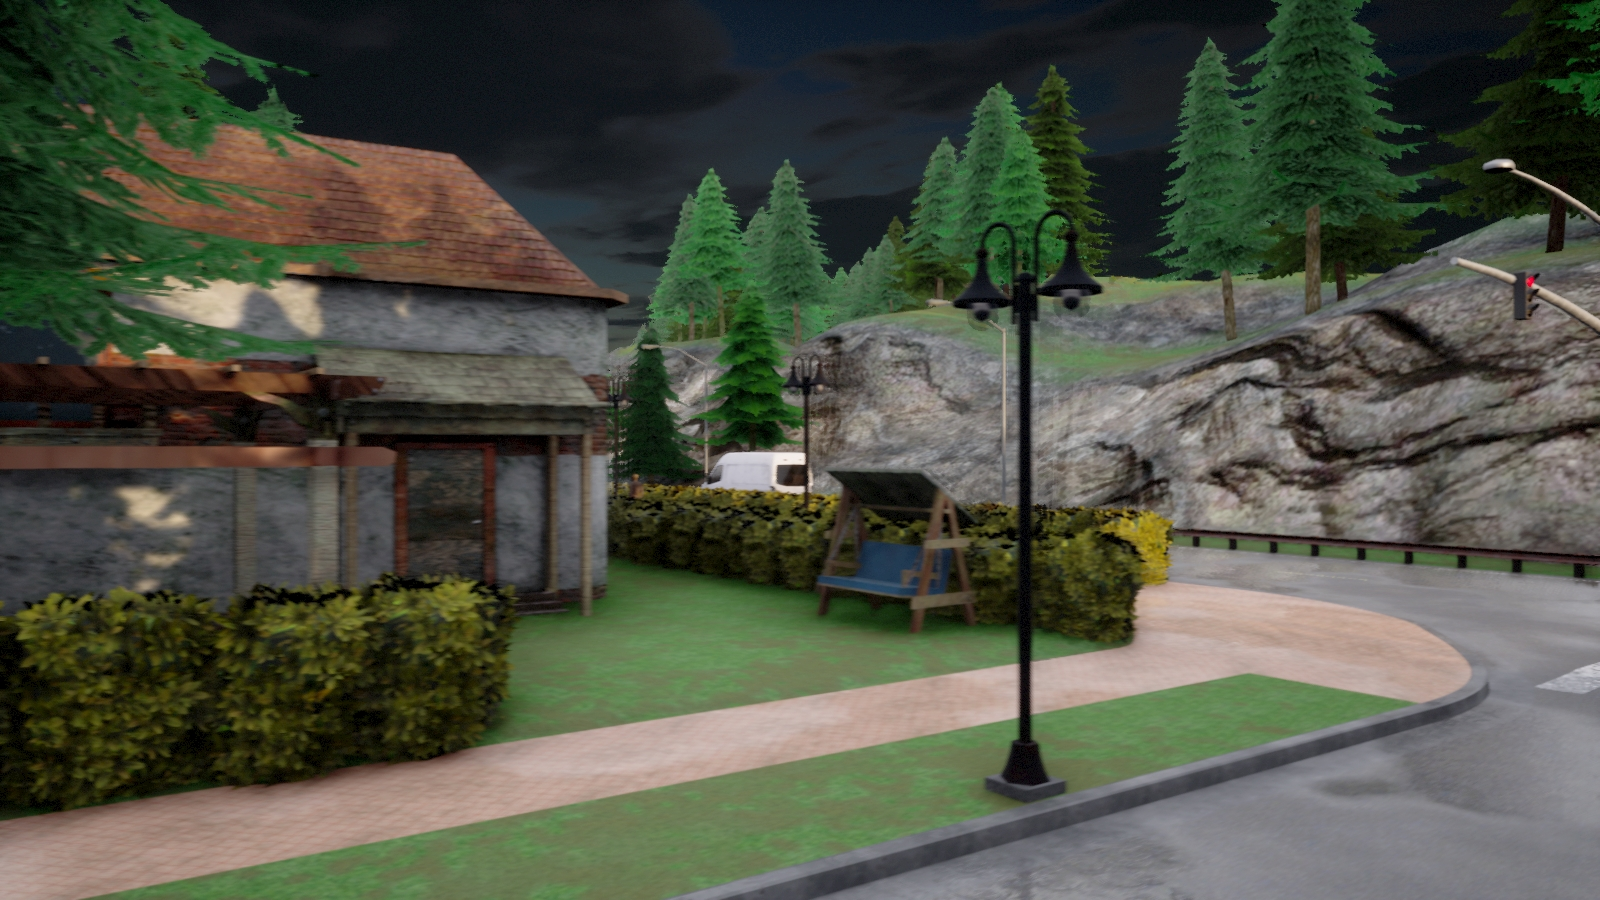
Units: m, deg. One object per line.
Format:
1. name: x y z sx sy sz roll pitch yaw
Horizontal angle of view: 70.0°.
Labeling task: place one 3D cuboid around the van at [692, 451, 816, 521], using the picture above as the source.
1. van: -1.911 1.339 45.016 1.988 2.561 5.915 0 0 -36

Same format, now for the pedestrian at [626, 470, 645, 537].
1. pedestrian: -4.632 1.501 32.166 0.375 1.860 0.375 0 0 -36
